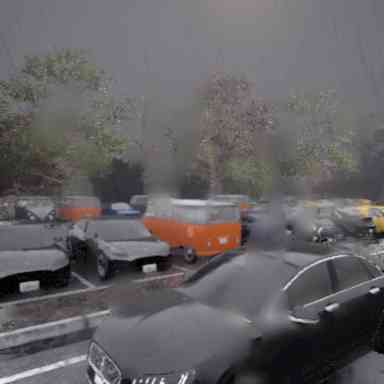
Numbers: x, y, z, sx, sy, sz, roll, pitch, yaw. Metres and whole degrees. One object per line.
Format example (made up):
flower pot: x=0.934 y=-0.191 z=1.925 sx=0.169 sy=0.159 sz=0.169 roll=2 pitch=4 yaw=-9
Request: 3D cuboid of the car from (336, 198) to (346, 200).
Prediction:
car: x=14.866 y=1.644 z=38.741 sx=2.002 sy=1.452 sz=4.674 roll=1 pitch=0 yaw=-35

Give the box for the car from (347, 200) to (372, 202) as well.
car: x=11.115 y=1.504 z=19.815 sx=1.946 sy=1.575 sz=5.366 roll=1 pitch=0 yaw=-35

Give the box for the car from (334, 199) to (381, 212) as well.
car: x=21.544 y=1.664 z=43.478 sx=2.097 sy=1.535 sz=5.008 roll=1 pitch=0 yaw=-35

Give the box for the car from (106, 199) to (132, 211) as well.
car: x=-5.460 y=1.481 z=24.323 sx=2.097 sy=1.535 sz=5.008 roll=0 pitch=0 yaw=-35

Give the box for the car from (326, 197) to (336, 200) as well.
car: x=12.713 y=1.581 z=36.989 sx=1.946 sy=1.575 sz=5.366 roll=1 pitch=0 yaw=-35

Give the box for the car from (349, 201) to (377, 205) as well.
car: x=8.737 y=1.490 z=18.582 sx=1.946 sy=1.575 sz=5.366 roll=0 pitch=0 yaw=-35

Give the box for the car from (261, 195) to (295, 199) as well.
car: x=8.074 y=1.292 z=33.958 sx=2.435 sy=2.045 sz=5.566 roll=1 pitch=0 yaw=-35

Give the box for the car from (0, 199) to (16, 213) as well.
car: x=-12.217 y=1.241 z=19.486 sx=2.435 sy=2.045 sz=5.566 roll=0 pitch=0 yaw=-35

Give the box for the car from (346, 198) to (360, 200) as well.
car: x=17.140 y=1.654 z=40.323 sx=2.163 sy=1.488 sz=4.792 roll=1 pitch=0 yaw=-35

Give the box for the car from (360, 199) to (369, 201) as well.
car: x=19.263 y=1.518 z=41.904 sx=2.185 sy=1.767 sz=4.553 roll=1 pitch=0 yaw=-35

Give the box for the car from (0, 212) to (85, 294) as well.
car: x=-4.715 y=1.525 z=8.770 sx=2.163 sy=1.488 sz=4.792 roll=0 pitch=0 yaw=-35

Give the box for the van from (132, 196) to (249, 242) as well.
van: x=-0.272 y=1.262 z=12.102 sx=1.878 sy=1.987 sz=4.442 roll=0 pitch=0 yaw=-35

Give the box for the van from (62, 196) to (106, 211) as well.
van: x=-7.784 y=1.259 z=22.810 sx=1.878 sy=1.987 sz=4.442 roll=0 pitch=0 yaw=-35

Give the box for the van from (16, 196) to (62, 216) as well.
van: x=-9.908 y=1.263 z=21.016 sx=1.878 sy=1.987 sz=4.442 roll=0 pitch=0 yaw=-35

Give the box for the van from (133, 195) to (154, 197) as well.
van: x=-3.123 y=1.254 z=25.843 sx=1.878 sy=1.987 sz=4.442 roll=0 pitch=0 yaw=-36

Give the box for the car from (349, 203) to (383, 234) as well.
car: x=6.591 y=1.486 z=16.824 sx=2.231 sy=1.521 sz=4.892 roll=0 pitch=0 yaw=-35

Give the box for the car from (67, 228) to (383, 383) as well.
car: x=1.117 y=1.505 z=4.485 sx=4.892 sy=1.490 sz=1.837 roll=0 pitch=0 yaw=-36

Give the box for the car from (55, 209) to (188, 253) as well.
car: x=-2.452 y=1.521 z=10.377 sx=2.163 sy=1.488 sz=4.792 roll=0 pitch=0 yaw=-35

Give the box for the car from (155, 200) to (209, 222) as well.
car: x=-0.958 y=1.512 z=27.548 sx=2.163 sy=1.488 sz=4.792 roll=0 pitch=0 yaw=-35

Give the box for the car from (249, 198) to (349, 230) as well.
car: x=4.303 y=1.357 z=15.245 sx=2.185 sy=1.767 sz=4.553 roll=0 pitch=0 yaw=-35

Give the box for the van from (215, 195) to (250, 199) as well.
van: x=3.404 y=1.279 z=30.752 sx=1.878 sy=1.987 sz=4.442 roll=0 pitch=0 yaw=-35

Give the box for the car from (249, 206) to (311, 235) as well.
car: x=2.043 y=1.513 z=13.639 sx=2.163 sy=1.488 sz=4.792 roll=0 pitch=0 yaw=-35

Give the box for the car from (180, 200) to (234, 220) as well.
car: x=1.194 y=1.520 z=29.075 sx=2.163 sy=1.488 sz=4.792 roll=0 pitch=0 yaw=-35
